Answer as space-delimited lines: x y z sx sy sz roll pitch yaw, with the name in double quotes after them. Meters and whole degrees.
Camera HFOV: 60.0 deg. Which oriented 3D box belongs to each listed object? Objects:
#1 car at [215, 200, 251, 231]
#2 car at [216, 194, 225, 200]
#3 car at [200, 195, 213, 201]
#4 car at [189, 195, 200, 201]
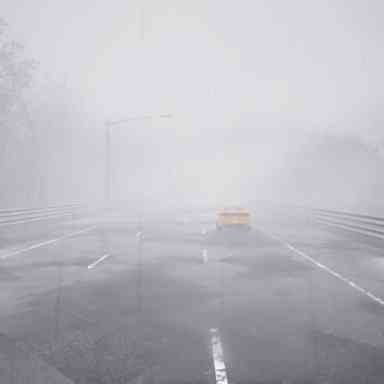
2.483 1.485 20.877 1.882 1.535 5.008 0 0 2 "car"
7.332 1.438 86.171 2.097 1.767 4.553 0 0 7 "car"
3.770 1.677 85.814 1.895 1.301 4.718 0 0 7 "car"
0.240 1.622 85.746 2.033 1.411 5.357 0 0 7 "car"
